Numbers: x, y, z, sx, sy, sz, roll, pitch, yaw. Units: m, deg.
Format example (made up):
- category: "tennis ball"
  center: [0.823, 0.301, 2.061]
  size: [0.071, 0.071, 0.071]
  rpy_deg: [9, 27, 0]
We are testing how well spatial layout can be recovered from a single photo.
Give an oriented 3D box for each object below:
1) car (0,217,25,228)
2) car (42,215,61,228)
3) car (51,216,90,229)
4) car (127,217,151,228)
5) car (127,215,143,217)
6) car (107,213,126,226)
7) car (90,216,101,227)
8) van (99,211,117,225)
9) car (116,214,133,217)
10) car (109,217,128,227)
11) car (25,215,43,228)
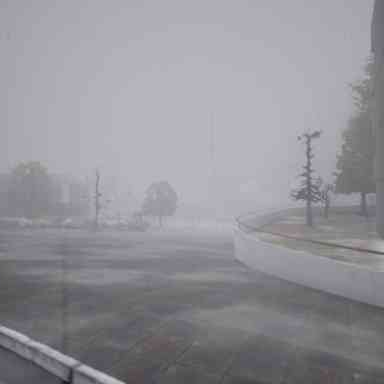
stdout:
- category: "car"
  center: [-25.379, 4.001, 44.134]
  size: [4.674, 1.452, 2.002]
  rpy_deg: [0, -5, 5]
- category: "car"
  center: [-23.052, 4.521, 49.631]
  size: [5.366, 1.575, 1.946]
  rpy_deg: [0, -5, 5]
- category: "car"
  center: [-17.612, 4.605, 48.588]
  size: [1.812, 1.442, 4.674]
  rpy_deg: [-1, -6, 24]
- category: "car"
  center: [-9.923, 6.291, 65.309]
  size: [2.128, 1.511, 4.902]
  rpy_deg: [-1, -6, 25]
- category: "car"
  center: [-15.517, 7.654, 87.746]
  size: [2.163, 1.488, 4.792]
  rpy_deg: [1, 1, 9]
- category: "car"
  center: [-20.629, 7.399, 90.861]
  size: [2.185, 1.767, 4.553]
  rpy_deg: [0, 1, 10]
- category: "car"
  center: [-19.075, 5.370, 57.816]
  size: [4.892, 1.521, 2.231]
  rpy_deg: [0, -5, 5]
- category: "van"
  center: [-23.207, 7.249, 92.534]
  size: [1.878, 1.987, 4.442]
  rpy_deg: [0, 1, 10]
- category: "car"
  center: [-17.979, 7.565, 89.563]
  size: [1.946, 1.575, 5.366]
  rpy_deg: [0, 1, 10]
- category: "car"
  center: [-14.046, 6.533, 68.745]
  size: [4.674, 1.452, 2.002]
  rpy_deg: [0, -5, 5]
- category: "car"
  center: [-24.133, 4.283, 46.880]
  size: [4.674, 1.452, 2.002]
  rpy_deg: [0, -6, 5]
